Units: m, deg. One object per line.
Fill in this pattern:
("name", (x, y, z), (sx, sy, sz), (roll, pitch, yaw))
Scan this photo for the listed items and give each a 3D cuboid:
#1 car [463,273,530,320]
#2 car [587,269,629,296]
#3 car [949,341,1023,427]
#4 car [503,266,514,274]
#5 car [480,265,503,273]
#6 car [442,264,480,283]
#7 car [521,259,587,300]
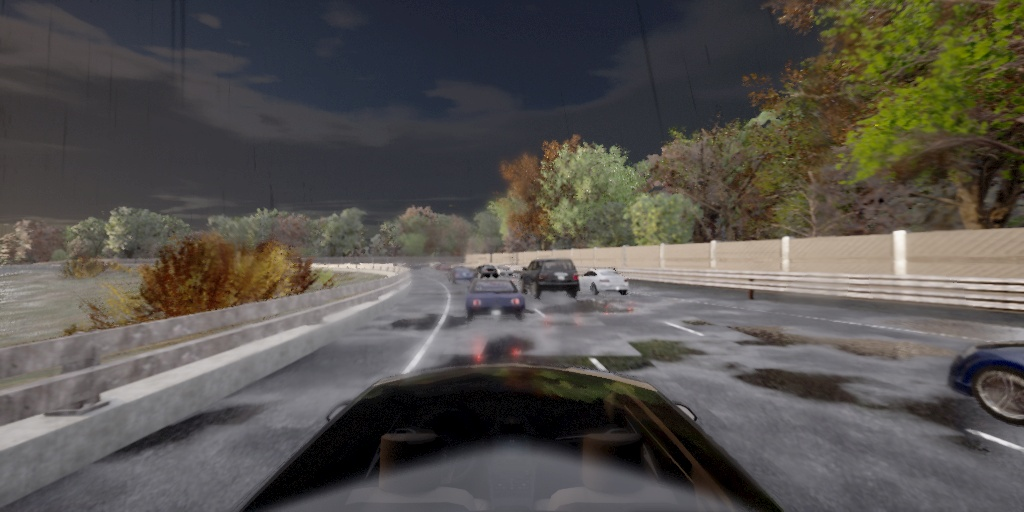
("car", (-0.737, 1.490, 13.315), (1.895, 1.301, 4.718), (0, -1, -6))
("car", (5.130, 1.471, 20.917), (1.812, 1.442, 4.674), (0, -1, -9))
("car", (6.877, 1.292, 3.026), (1.994, 1.385, 4.181), (0, -1, 0))
("car", (-1.457, 1.847, 43.610), (1.895, 1.301, 4.718), (0, -1, -22))
("car", (-2.843, 1.688, 37.582), (1.837, 1.490, 4.892), (0, -1, -19))
("car", (-4.704, 1.680, 32.364), (2.033, 1.411, 5.357), (0, -1, -18))
("car", (1.902, 1.168, 19.543), (2.150, 2.045, 5.566), (0, -1, -9))
